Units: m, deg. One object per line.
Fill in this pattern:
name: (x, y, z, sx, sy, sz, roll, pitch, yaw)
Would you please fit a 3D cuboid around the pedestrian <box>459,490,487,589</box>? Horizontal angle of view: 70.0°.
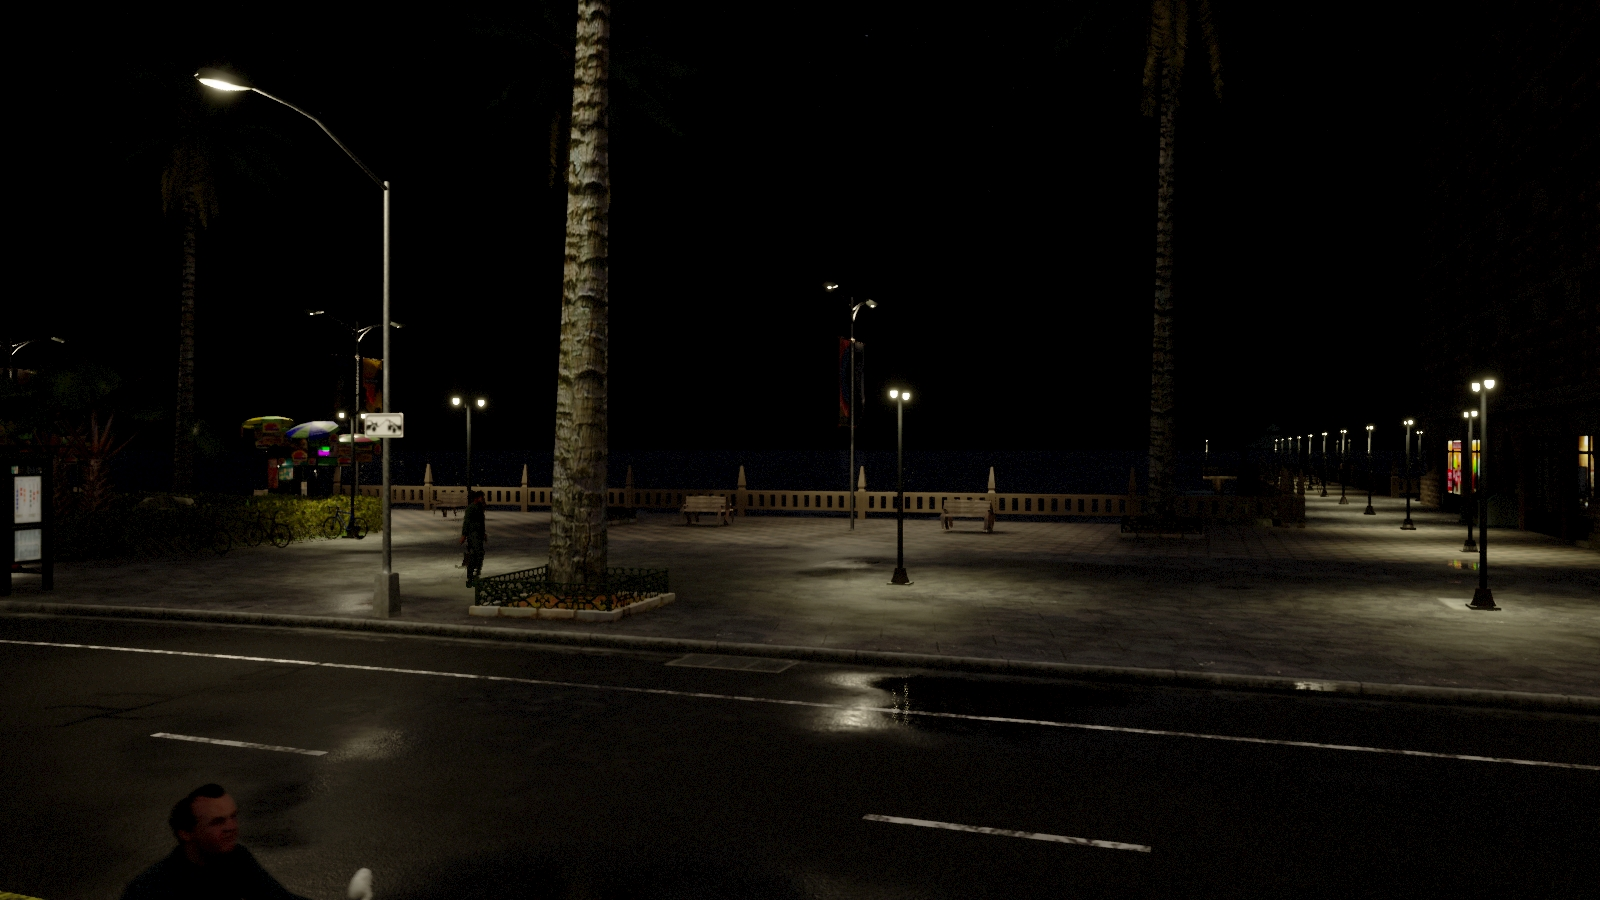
pedestrian: (-6.230, 1.698, 21.750, 0.375, 1.860, 0.375, 0, 0, 13)
